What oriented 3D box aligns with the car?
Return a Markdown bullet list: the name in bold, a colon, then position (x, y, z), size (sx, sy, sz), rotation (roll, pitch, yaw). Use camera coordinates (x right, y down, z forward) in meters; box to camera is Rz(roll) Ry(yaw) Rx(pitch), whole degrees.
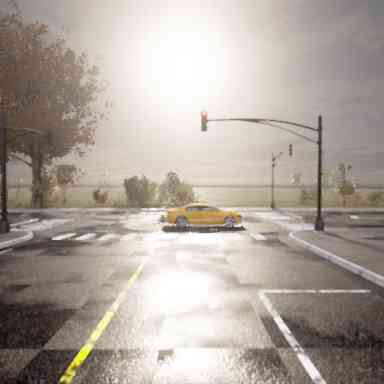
- **car**: position (0.777, 1.485, 21.905), size (5.008, 1.535, 1.882), rotation (0, 1, 0)
